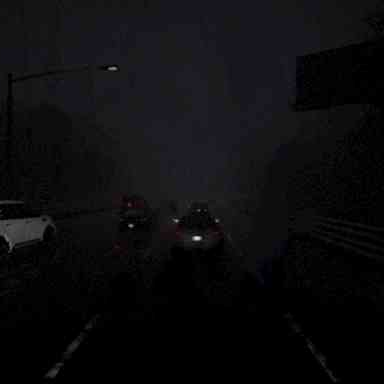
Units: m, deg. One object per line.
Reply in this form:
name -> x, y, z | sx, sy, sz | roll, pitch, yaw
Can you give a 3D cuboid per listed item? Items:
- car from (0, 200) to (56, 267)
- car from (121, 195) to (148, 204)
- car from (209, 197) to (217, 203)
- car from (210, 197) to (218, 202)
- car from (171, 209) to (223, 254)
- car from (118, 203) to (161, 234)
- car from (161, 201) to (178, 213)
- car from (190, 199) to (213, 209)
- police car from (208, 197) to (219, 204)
car -> -6.825, 1.276, 11.648 | 2.150, 2.045, 5.566 | 0, 0, 1
car -> -6.131, 1.393, 36.058 | 2.150, 2.045, 5.566 | 0, 0, 3
car -> 5.334, 1.976, 83.144 | 1.812, 1.442, 4.674 | 0, 0, 6
car -> 5.978, 1.994, 89.033 | 1.837, 1.490, 4.892 | 0, 0, 6
car -> 0.208, 1.625, 13.793 | 1.994, 1.385, 4.181 | 0, 0, 1
car -> -3.180, 1.616, 19.991 | 1.812, 1.442, 4.674 | 0, 0, 1
car -> -2.613, 1.699, 36.320 | 1.812, 1.442, 4.674 | 0, 0, 2
car -> 0.701, 1.697, 31.952 | 2.033, 1.411, 5.357 | 0, 0, 2
police car -> 4.372, 1.813, 73.427 | 1.930, 1.638, 5.238 | 0, 0, 5
